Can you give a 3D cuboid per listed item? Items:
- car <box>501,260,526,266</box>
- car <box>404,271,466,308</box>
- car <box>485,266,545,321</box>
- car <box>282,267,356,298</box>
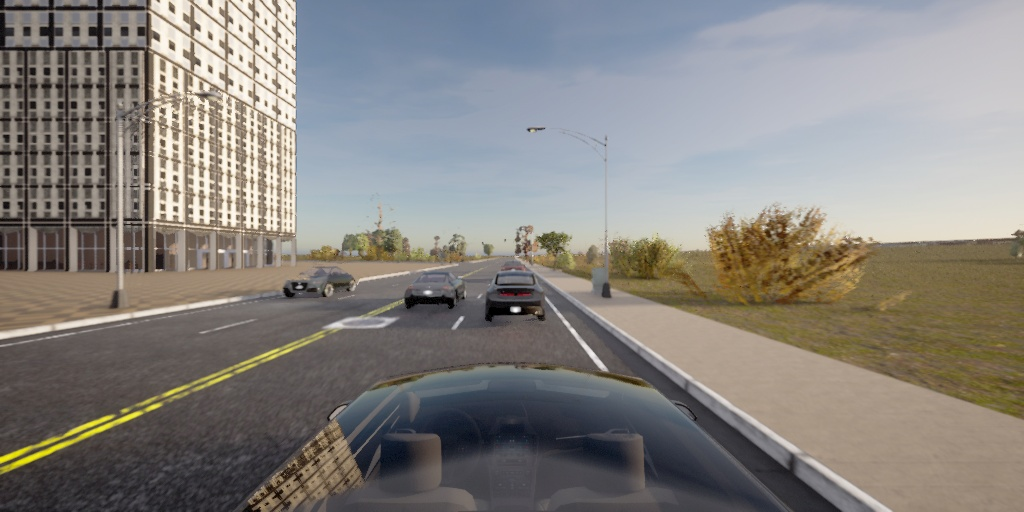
[{"bbox_3d":[0.109,1.145,30.620,2.097,1.767,4.553,0,0,0],"label":"car"},{"bbox_3d":[-3.146,1.335,15.407,1.994,1.385,4.181,0,0,0],"label":"car"},{"bbox_3d":[0.103,1.271,12.592,1.837,1.490,4.892,0,0,0],"label":"car"},{"bbox_3d":[-9.744,1.247,18.433,1.994,1.385,4.181,0,0,0],"label":"car"}]
